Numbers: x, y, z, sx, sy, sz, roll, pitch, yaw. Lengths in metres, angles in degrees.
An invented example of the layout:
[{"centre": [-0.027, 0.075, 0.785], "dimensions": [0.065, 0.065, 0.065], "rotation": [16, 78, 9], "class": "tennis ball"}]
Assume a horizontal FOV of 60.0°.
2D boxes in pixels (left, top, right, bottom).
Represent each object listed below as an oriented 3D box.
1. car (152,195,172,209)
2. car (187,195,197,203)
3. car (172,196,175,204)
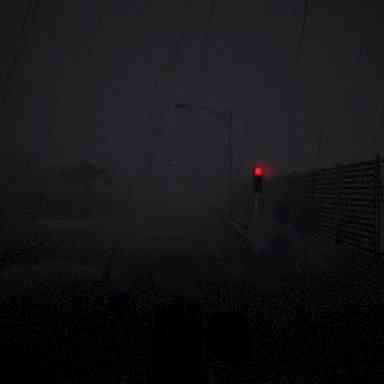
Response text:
[{"centre": [-4.112, 1.337, 43.598], "dimensions": [1.882, 1.535, 5.008], "rotation": [0, 0, 0], "class": "car"}, {"centre": [-0.034, 1.297, 64.537], "dimensions": [1.837, 1.490, 4.892], "rotation": [0, 0, 0], "class": "car"}, {"centre": [-4.078, 1.333, 59.660], "dimensions": [1.812, 1.442, 4.674], "rotation": [0, 0, 0], "class": "car"}]
